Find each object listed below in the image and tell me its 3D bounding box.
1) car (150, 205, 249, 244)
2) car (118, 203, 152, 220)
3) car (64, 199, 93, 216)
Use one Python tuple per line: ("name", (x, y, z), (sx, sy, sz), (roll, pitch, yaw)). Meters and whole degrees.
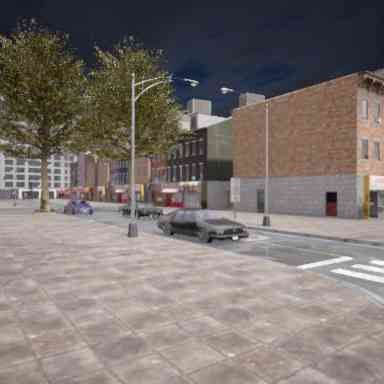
("car", (0.278, 1.500, 15.891), (2.033, 1.411, 5.357), (0, 0, -35))
("car", (-4.453, 1.548, 27.815), (1.895, 1.301, 4.718), (0, 0, -35))
("car", (-11.019, 1.458, 32.033), (1.812, 1.442, 4.674), (0, 0, -35))
